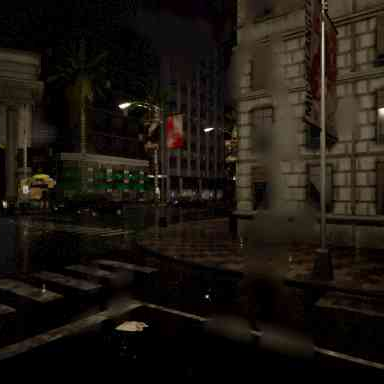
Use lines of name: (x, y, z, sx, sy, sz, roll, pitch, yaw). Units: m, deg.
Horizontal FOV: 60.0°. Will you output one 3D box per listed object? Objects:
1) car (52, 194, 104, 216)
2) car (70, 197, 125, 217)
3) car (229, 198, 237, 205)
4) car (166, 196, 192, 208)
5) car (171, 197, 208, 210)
car: (-11.120, 1.222, 33.401, 2.150, 2.045, 5.566, 0, 0, 36)
car: (-8.468, 1.505, 31.089, 1.837, 1.490, 4.892, 0, 0, 36)
car: (8.725, 1.547, 57.331, 5.357, 1.411, 2.033, 0, 0, -38)
car: (-1.545, 1.351, 46.315, 2.097, 1.767, 4.553, 0, 0, 38)
car: (-0.064, 1.600, 42.554, 1.895, 1.301, 4.718, 0, 0, 37)
